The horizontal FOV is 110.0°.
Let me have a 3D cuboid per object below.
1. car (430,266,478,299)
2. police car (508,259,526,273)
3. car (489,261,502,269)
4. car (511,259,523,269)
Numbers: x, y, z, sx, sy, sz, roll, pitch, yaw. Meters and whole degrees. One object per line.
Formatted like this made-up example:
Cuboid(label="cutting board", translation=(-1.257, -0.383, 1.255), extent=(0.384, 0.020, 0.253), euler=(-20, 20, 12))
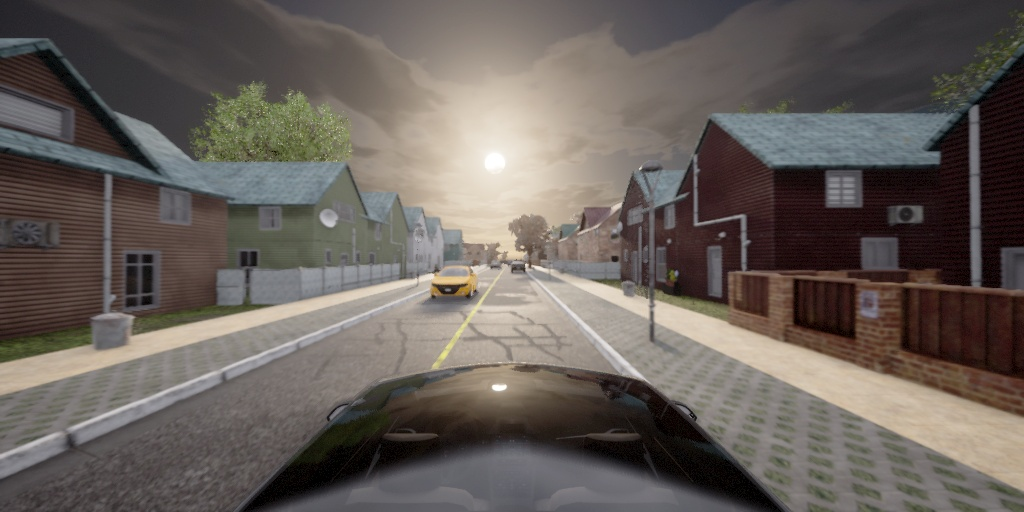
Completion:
Cuboid(label="car", translation=(-2.850, 1.249, 18.467), extent=(1.882, 1.535, 5.008), euler=(0, 0, 0))
Cuboid(label="police car", translation=(0.821, 1.353, 48.200), extent=(1.930, 1.638, 5.238), euler=(0, 0, 0))
Cuboid(label="car", translation=(-2.783, 1.525, 61.334), extent=(1.837, 1.490, 4.892), euler=(0, 0, 1))
Cuboid(label="car", translation=(0.819, 1.391, 64.060), extent=(2.097, 1.767, 4.553), euler=(0, 0, 0))
